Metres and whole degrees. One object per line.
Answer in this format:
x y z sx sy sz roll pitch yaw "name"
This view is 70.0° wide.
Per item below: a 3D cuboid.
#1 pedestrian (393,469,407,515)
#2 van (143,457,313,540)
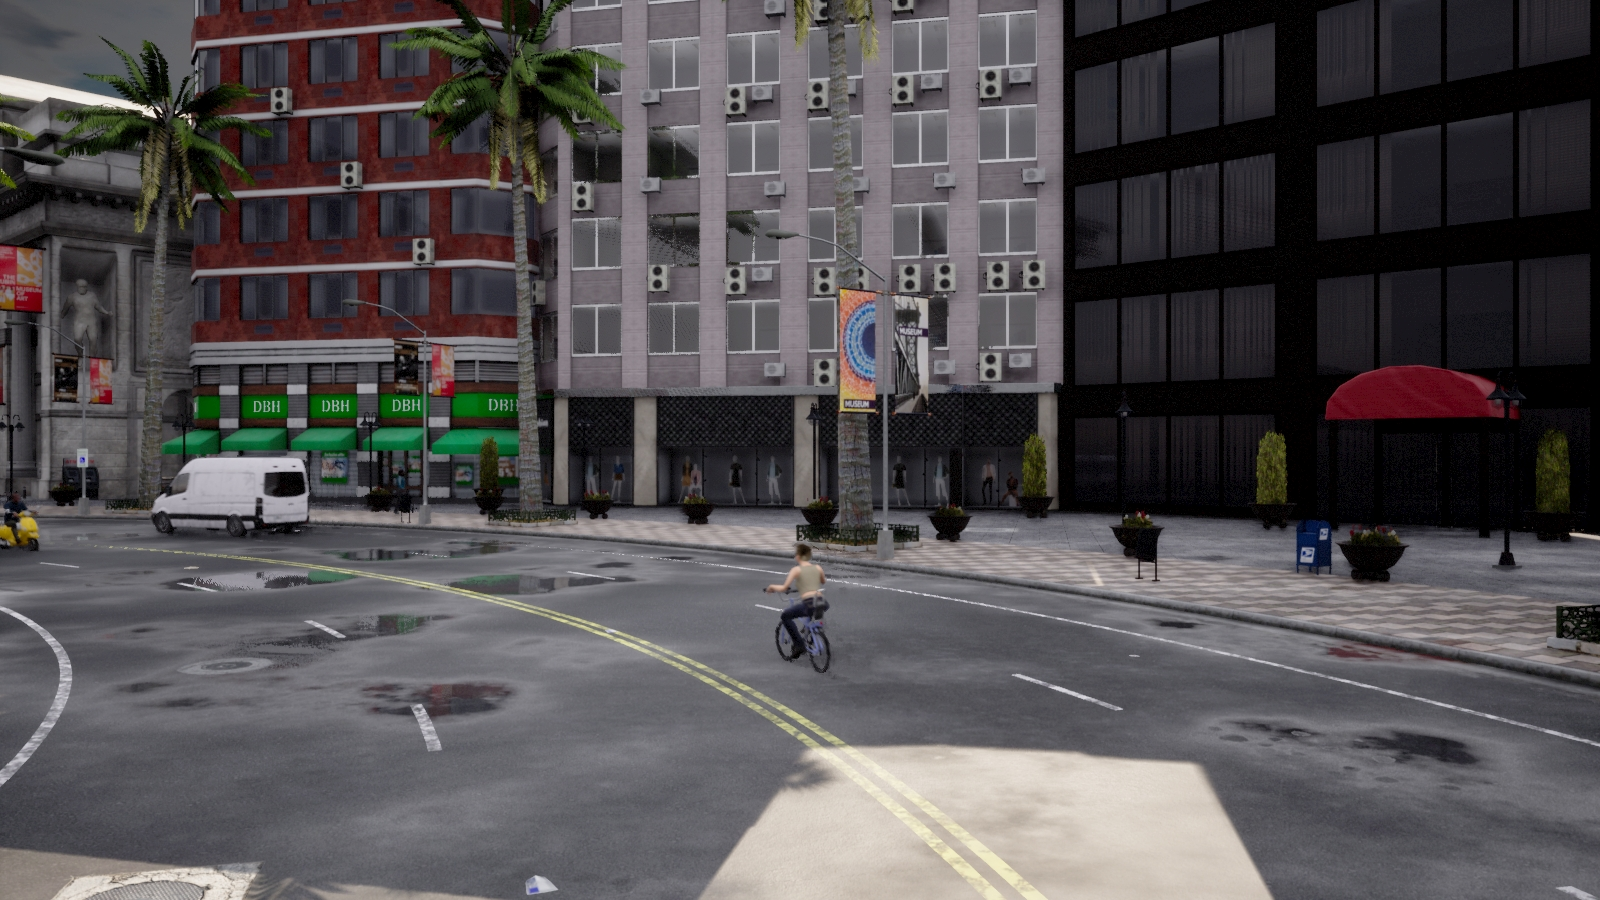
-16.300 1.697 46.566 0.375 1.860 0.375 0 0 12 "pedestrian"
-19.077 1.534 38.054 5.915 2.561 1.988 0 0 28 "van"
